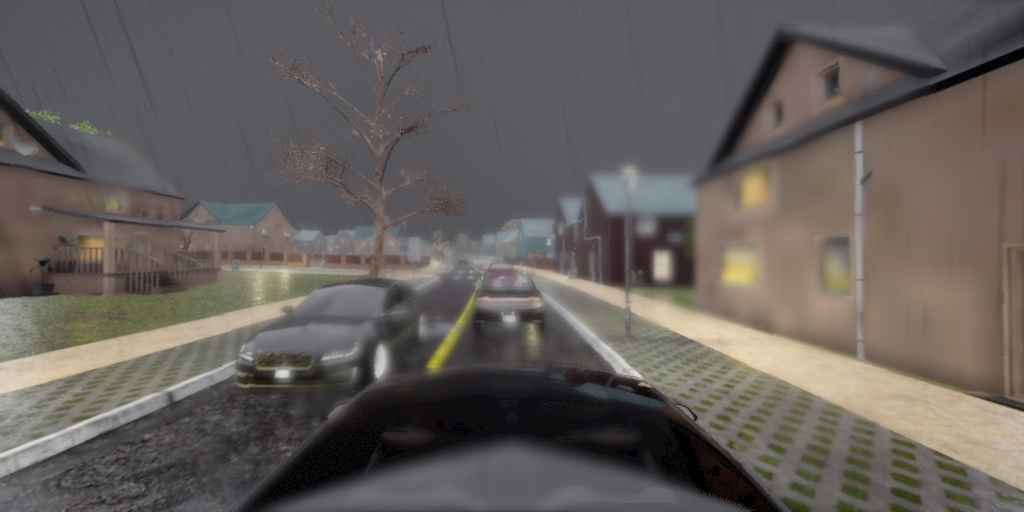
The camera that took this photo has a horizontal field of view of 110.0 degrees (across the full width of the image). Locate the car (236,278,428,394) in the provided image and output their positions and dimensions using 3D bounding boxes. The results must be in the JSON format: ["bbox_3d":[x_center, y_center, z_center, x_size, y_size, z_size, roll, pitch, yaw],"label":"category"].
[{"bbox_3d":[-2.931,1.242,6.962,1.837,1.490,4.892,0,0,-1],"label":"car"}]

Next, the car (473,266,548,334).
[{"bbox_3d":[-0.079,1.220,10.527,2.128,1.511,4.902,0,0,-1],"label":"car"}]

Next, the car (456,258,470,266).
[{"bbox_3d":[-8.571,1.131,64.811,2.033,1.411,5.357,0,0,-10],"label":"car"}]

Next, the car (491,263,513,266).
[{"bbox_3d":[-0.689,1.174,23.661,1.882,1.535,5.008,0,0,-4],"label":"car"}]
